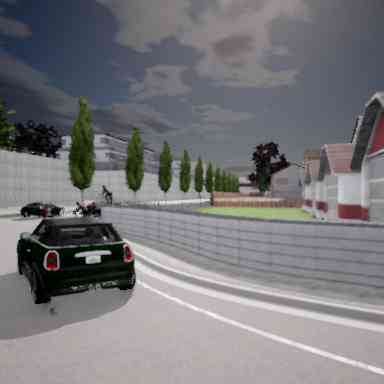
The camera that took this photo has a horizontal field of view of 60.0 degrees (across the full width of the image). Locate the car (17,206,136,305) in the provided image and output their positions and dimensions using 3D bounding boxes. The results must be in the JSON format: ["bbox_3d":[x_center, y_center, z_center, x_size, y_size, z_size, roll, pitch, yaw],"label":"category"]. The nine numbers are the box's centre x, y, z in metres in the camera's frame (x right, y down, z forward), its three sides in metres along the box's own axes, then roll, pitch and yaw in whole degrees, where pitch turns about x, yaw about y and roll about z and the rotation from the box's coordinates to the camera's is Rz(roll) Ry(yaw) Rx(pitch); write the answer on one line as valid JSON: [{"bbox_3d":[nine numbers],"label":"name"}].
[{"bbox_3d":[-3.190,1.416,8.631,2.097,1.767,4.553,1,0,-33],"label":"car"}]

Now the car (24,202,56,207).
[{"bbox_3d":[-14.237,1.719,31.997,1.837,1.490,4.892,0,-1,13],"label":"car"}]

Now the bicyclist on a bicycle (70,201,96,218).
[{"bbox_3d":[-7.485,1.461,22.220,1.656,1.620,0.582,0,0,-18],"label":"bicyclist on a bicycle"}]

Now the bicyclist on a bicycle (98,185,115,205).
[{"bbox_3d":[-6.538,0.325,25.141,1.656,1.620,0.582,1,0,20],"label":"bicyclist on a bicycle"}]

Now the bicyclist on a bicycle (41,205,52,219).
[{"bbox_3d":[-8.100,1.579,18.552,0.582,1.620,1.656,1,-1,-35],"label":"bicyclist on a bicycle"}]

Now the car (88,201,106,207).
[{"bbox_3d":[-9.596,1.772,36.080,1.837,1.490,4.892,0,-1,15],"label":"car"}]

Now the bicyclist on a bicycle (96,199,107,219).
[{"bbox_3d":[-6.886,1.478,23.606,1.656,1.620,0.582,-1,-1,45],"label":"bicyclist on a bicycle"}]
